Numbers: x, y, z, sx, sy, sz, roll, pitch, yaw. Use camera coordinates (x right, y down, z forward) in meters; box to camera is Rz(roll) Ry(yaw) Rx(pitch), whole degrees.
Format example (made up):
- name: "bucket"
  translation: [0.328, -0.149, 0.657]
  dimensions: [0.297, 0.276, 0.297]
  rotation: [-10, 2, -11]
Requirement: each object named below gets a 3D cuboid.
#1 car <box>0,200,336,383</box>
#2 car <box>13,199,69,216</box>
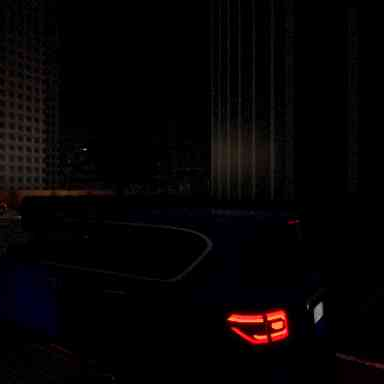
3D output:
- name: "car"
  translation: [-0.992, 1.221, 4.694]
  dimensions: [5.566, 2.045, 2.150]
  rotation: [0, 0, 35]
- name: "car"
  translation: [-15.443, 1.533, 34.374]
  dimensions: [1.882, 1.535, 5.008]
  rotation: [0, 0, 35]
